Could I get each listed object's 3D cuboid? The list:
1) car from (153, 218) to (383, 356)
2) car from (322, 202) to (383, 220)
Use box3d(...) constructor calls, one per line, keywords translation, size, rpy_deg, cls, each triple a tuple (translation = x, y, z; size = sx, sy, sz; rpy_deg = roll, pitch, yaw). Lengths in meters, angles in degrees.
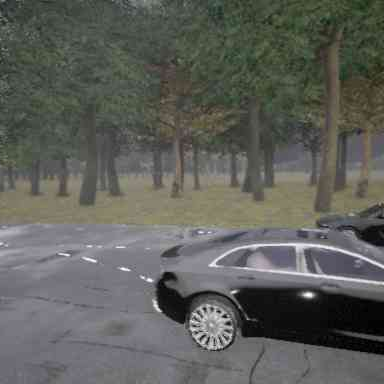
box3d(translation=(1.848, 1.306, 4.774), size=(4.902, 1.511, 2.128), rpy_deg=(0, 3, 18), cls="car")
box3d(translation=(6.575, 1.008, 10.594), size=(5.008, 1.535, 1.882), rpy_deg=(-1, 3, 18), cls="car")
